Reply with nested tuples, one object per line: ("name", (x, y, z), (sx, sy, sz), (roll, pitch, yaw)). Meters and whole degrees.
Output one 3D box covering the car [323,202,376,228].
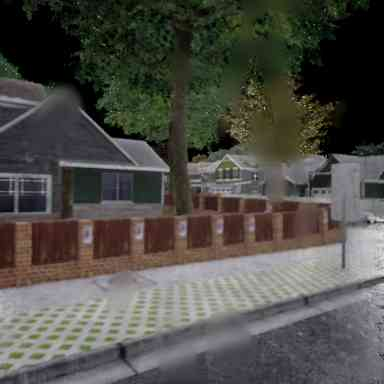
("car", (9.546, 1.465, 22.061), (2.128, 1.511, 4.902), (1, 0, -32))
